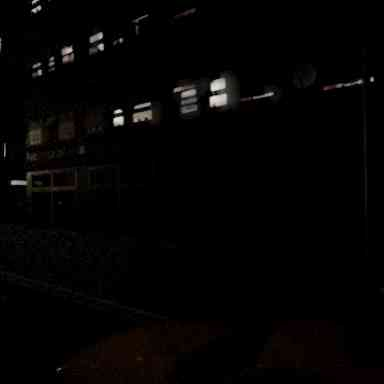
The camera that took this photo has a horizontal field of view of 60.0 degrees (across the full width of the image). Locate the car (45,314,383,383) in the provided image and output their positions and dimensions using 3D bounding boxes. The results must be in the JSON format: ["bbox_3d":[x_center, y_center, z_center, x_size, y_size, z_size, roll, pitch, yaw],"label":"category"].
[{"bbox_3d":[0.900,1.526,2.251,4.829,1.417,1.752,0,-1,36],"label":"car"}]
